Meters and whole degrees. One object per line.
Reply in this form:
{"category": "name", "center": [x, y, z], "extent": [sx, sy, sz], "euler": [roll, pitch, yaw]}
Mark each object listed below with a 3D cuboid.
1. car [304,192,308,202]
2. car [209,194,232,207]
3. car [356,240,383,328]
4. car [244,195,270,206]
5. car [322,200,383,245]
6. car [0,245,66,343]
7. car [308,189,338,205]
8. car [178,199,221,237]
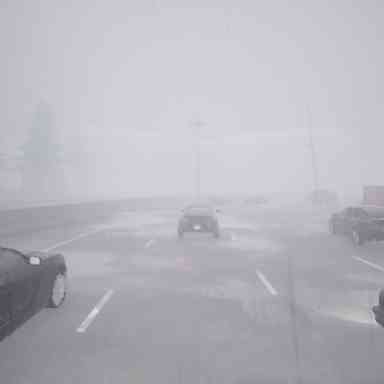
{"category": "car", "center": [18.982, 0.668, 51.255], "extent": [2.097, 1.767, 4.553], "euler": [1, 1, 41]}
{"category": "car", "center": [3.336, 0.993, 39.863], "extent": [1.812, 1.442, 4.674], "euler": [0, 1, 26]}
{"category": "car", "center": [3.599, 1.513, 2.463], "extent": [2.033, 1.411, 5.357], "euler": [0, 1, 0]}
{"category": "car", "center": [8.428, 1.028, 42.838], "extent": [1.895, 1.301, 4.718], "euler": [0, 1, 31]}
{"category": "car", "center": [7.380, 1.314, 14.216], "extent": [1.837, 1.490, 4.892], "euler": [-1, 1, 5]}
{"category": "car", "center": [-3.400, 1.415, 4.583], "extent": [1.882, 1.535, 5.008], "euler": [0, 1, 0]}
{"category": "car", "center": [17.753, 0.628, 44.414], "extent": [2.150, 2.045, 5.566], "euler": [0, 1, 36]}
{"category": "car", "center": [0.415, 1.305, 16.463], "extent": [1.812, 1.442, 4.674], "euler": [0, 1, 5]}
